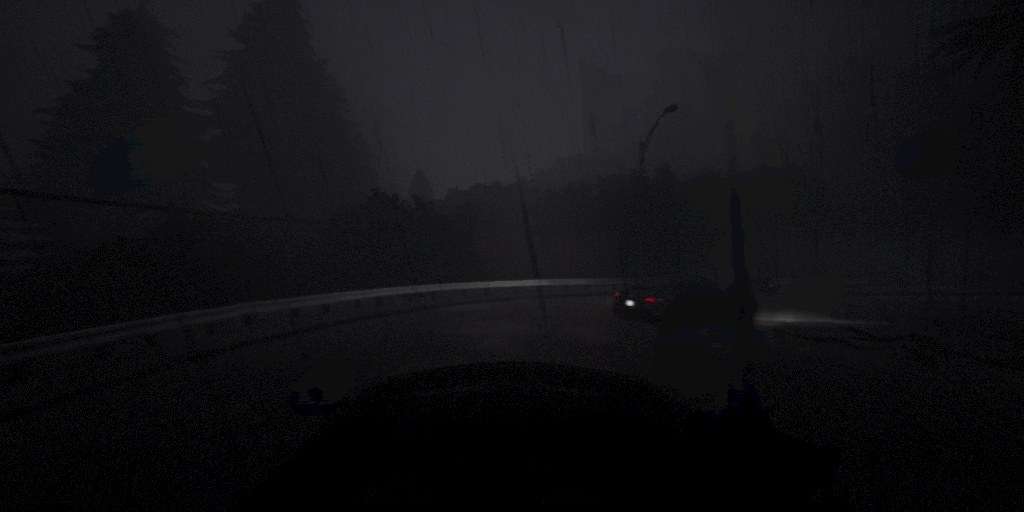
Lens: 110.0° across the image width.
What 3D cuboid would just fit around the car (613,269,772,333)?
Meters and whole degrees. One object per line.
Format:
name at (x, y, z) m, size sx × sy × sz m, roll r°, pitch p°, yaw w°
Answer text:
car at (5.043, 1.235, 10.393) m, size 4.181 × 1.385 × 1.994 m, roll 0°, pitch 0°, yaw -22°

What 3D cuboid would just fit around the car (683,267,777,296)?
car at (7.961, 1.175, 14.959) m, size 5.357 × 1.411 × 2.033 m, roll 0°, pitch 1°, yaw -3°
